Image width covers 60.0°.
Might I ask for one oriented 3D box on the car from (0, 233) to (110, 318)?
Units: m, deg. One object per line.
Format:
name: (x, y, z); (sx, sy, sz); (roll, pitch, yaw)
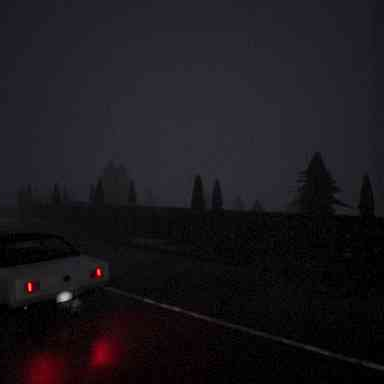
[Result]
car: (-3.959, 1.587, 7.418); (4.718, 1.301, 1.895); (0, 0, 41)
